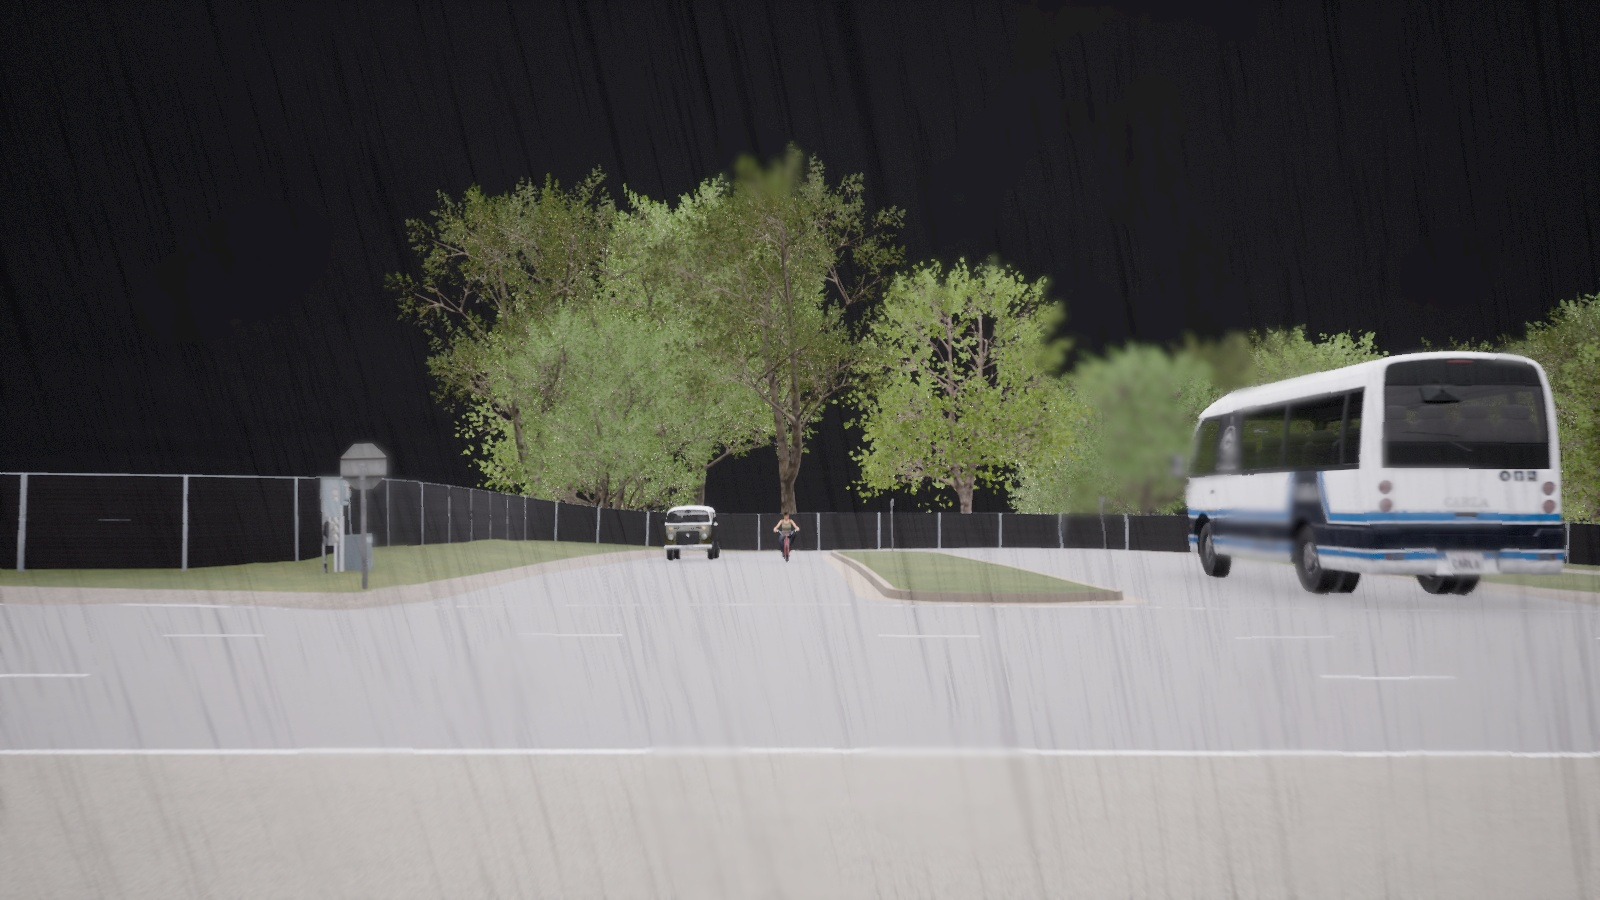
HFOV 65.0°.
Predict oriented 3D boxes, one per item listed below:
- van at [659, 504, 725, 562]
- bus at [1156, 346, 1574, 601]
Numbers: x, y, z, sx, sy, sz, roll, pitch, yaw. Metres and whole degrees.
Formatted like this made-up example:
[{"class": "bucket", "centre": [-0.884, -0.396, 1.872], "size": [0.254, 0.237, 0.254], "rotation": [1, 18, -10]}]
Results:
[{"class": "van", "centre": [-4.019, 3.137, 47.320], "size": [2.069, 2.038, 4.480], "rotation": [-2, -4, 0]}, {"class": "bus", "centre": [10.911, 0.598, 26.179], "size": [3.944, 4.253, 10.273], "rotation": [0, -2, 0]}]
